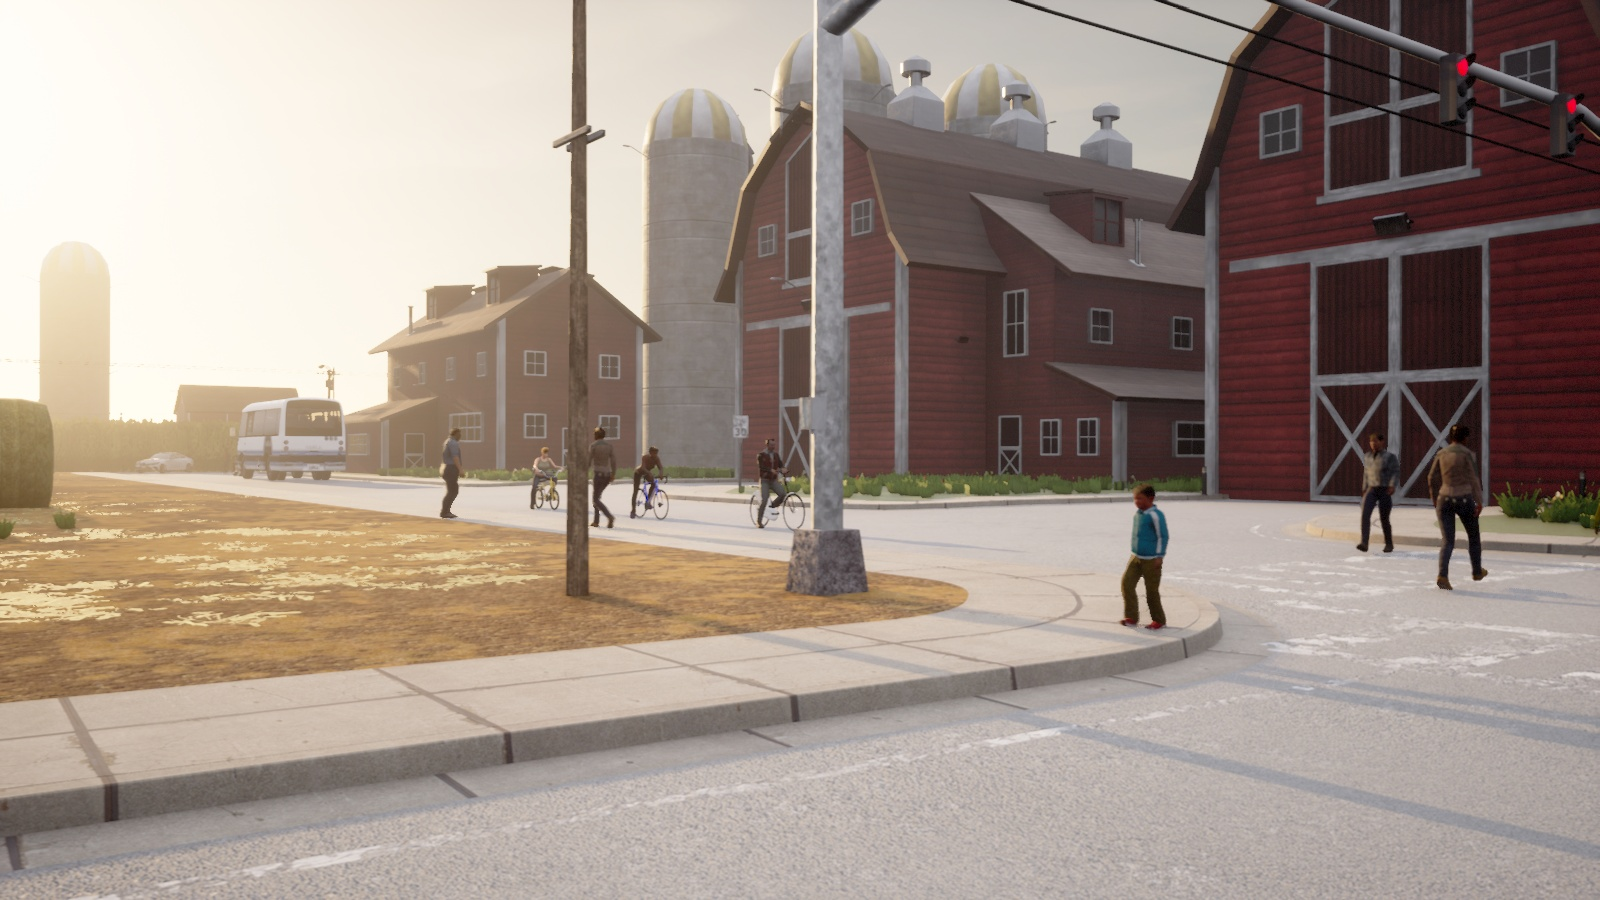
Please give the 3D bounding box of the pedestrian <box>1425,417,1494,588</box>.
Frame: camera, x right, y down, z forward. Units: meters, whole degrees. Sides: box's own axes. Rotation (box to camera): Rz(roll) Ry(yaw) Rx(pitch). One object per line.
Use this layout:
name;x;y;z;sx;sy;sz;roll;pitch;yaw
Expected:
pedestrian;7.181;0.556;13.658;0.869;1.805;0.328;0;0;-38

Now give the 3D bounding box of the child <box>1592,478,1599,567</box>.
child;10.585;0.942;16.376;0.473;1.160;0.299;0;0;-39

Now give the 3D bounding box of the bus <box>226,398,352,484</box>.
bus;-27.645;-0.413;67.576;3.944;4.253;10.273;0;0;-36

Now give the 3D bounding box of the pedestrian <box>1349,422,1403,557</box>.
pedestrian;8.517;0.571;18.571;0.788;1.949;0.423;0;0;-39

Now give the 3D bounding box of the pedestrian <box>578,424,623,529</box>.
pedestrian;-3.486;0.454;21.897;0.869;1.805;0.328;0;0;45

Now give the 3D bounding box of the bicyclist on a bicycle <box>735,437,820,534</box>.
bicyclist on a bicycle;-0.442;0.659;23.996;0.659;1.776;1.843;-1;0;-36

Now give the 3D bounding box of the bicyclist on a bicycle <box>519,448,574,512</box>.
bicyclist on a bicycle;-6.557;0.765;32.453;0.866;1.612;1.509;0;0;-36

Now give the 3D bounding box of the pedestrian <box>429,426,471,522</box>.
pedestrian;-6.898;0.466;24.764;0.694;1.848;0.540;0;0;-28

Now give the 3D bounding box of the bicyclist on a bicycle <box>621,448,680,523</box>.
bicyclist on a bicycle;-3.354;0.764;28.026;0.582;1.620;1.656;0;0;-36

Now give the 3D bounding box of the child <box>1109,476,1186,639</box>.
child;2.635;0.798;9.527;0.448;1.192;0.343;0;0;-29

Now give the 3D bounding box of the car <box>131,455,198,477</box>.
car;-44.058;1.087;87.126;1.812;1.442;4.674;-1;0;7
